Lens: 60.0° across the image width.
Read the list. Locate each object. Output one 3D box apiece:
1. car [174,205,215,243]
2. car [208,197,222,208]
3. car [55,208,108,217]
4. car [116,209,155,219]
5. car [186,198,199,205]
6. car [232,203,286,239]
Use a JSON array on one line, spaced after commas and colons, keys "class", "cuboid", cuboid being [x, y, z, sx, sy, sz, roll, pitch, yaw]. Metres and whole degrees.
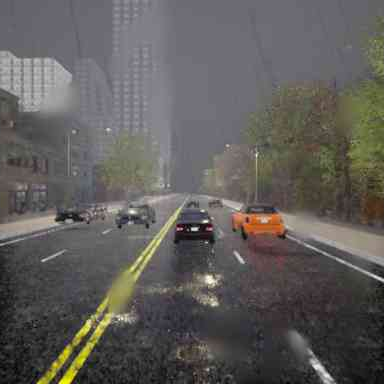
[{"class": "car", "cuboid": [0.100, 1.557, 16.016, 2.033, 1.411, 5.357, 0, 0, 0]}, {"class": "car", "cuboid": [3.349, 1.516, 48.323, 2.128, 1.511, 4.902, 0, 0, 0]}, {"class": "car", "cuboid": [-6.501, 1.166, 20.256, 2.033, 1.411, 5.357, 0, 0, 0]}, {"class": "car", "cuboid": [-3.251, 1.269, 20.257, 2.033, 1.411, 5.357, 0, 0, 0]}, {"class": "car", "cuboid": [0.098, 1.626, 50.910, 1.895, 1.301, 4.718, 0, 0, 0]}, {"class": "car", "cuboid": [3.349, 1.363, 17.496, 2.097, 1.767, 4.553, 0, 0, 0]}]
